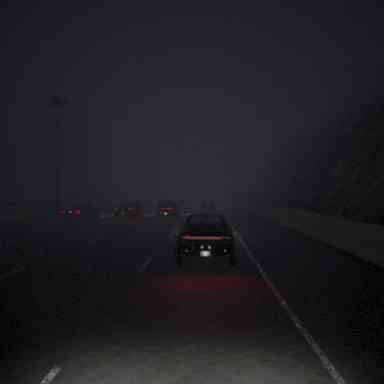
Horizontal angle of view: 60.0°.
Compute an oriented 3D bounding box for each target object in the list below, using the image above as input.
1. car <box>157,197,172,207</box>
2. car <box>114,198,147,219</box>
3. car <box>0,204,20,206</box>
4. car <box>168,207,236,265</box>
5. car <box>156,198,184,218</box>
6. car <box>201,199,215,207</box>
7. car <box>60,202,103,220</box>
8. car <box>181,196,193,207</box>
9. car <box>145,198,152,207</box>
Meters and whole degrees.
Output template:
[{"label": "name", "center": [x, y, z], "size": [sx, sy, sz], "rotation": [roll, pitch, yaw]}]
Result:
[{"label": "car", "center": [-4.407, 1.635, 53.660], "size": [1.812, 1.442, 4.674], "rotation": [0, 0, 3]}, {"label": "car", "center": [-5.624, 1.573, 29.876], "size": [1.812, 1.442, 4.674], "rotation": [0, 0, 3]}, {"label": "car", "center": [-19.628, 1.544, 33.867], "size": [2.033, 1.411, 5.357], "rotation": [0, 0, 3]}, {"label": "car", "center": [0.486, 1.523, 11.790], "size": [2.128, 1.511, 4.902], "rotation": [0, 0, 3]}, {"label": "car", "center": [-2.090, 1.569, 30.407], "size": [1.837, 1.490, 4.892], "rotation": [0, 0, 3]}, {"label": "car", "center": [2.210, 1.683, 45.980], "size": [1.994, 1.385, 4.181], "rotation": [0, 0, 3]}, {"label": "car", "center": [-9.215, 1.575, 28.015], "size": [2.033, 1.411, 5.357], "rotation": [0, 0, 3]}, {"label": "car", "center": [-0.932, 1.474, 53.070], "size": [2.097, 1.767, 4.553], "rotation": [0, 0, 3]}, {"label": "car", "center": [-7.871, 1.644, 54.397], "size": [2.033, 1.411, 5.357], "rotation": [0, 0, 3]}]
